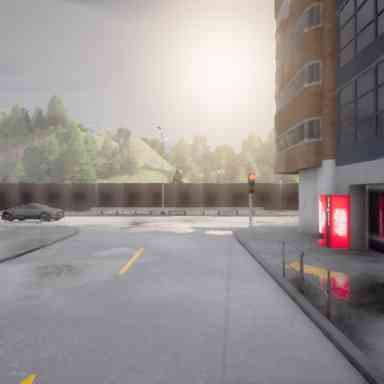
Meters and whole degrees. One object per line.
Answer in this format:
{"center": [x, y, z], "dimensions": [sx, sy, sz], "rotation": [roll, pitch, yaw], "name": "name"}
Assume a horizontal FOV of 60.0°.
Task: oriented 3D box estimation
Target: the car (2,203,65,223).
{"center": [-11.808, 1.494, 24.911], "dimensions": [4.181, 1.385, 1.994], "rotation": [0, 0, 0], "name": "car"}
